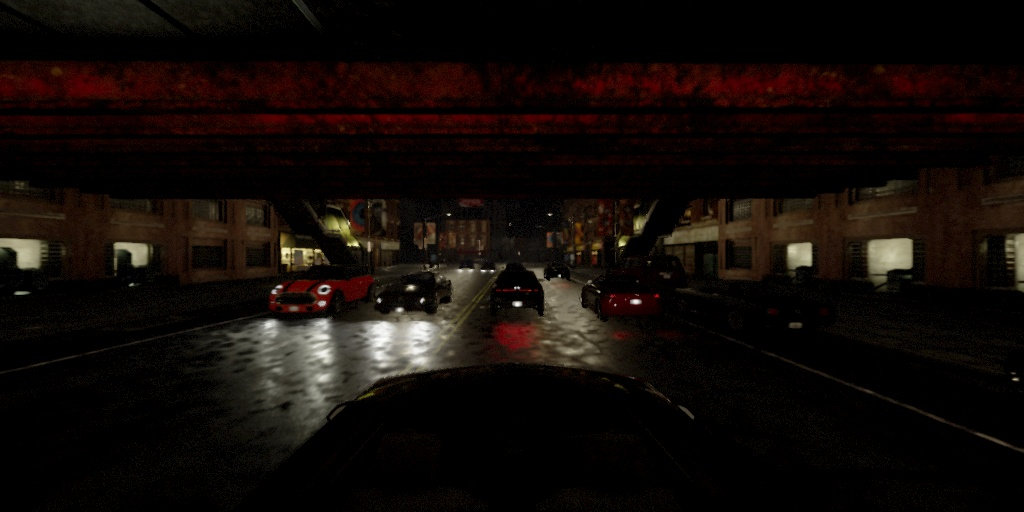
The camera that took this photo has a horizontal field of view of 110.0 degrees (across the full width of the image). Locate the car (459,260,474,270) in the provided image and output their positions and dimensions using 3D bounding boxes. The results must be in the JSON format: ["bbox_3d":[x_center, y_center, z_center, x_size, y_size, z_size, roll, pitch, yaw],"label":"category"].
[{"bbox_3d":[-6.999,1.343,55.719,1.812,1.442,4.674,0,0,0],"label":"car"}]

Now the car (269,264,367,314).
[{"bbox_3d":[-7.019,1.116,13.807,2.097,1.767,4.553,0,0,0],"label":"car"}]

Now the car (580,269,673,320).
[{"bbox_3d":[3.681,1.328,12.624,1.994,1.385,4.181,0,0,0],"label":"car"}]

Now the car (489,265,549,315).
[{"bbox_3d":[0.187,1.270,13.748,1.837,1.490,4.892,0,0,0],"label":"car"}]

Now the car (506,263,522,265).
[{"bbox_3d":[0.195,1.291,30.271,1.837,1.490,4.892,0,0,0],"label":"car"}]

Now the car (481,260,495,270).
[{"bbox_3d":[-3.509,1.363,53.877,2.033,1.411,5.357,0,0,0],"label":"car"}]

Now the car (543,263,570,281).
[{"bbox_3d":[3.696,1.291,30.222,1.837,1.490,4.892,0,0,0],"label":"car"}]

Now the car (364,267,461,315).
[{"bbox_3d":[-3.511,1.312,13.904,2.033,1.411,5.357,0,0,0],"label":"car"}]
